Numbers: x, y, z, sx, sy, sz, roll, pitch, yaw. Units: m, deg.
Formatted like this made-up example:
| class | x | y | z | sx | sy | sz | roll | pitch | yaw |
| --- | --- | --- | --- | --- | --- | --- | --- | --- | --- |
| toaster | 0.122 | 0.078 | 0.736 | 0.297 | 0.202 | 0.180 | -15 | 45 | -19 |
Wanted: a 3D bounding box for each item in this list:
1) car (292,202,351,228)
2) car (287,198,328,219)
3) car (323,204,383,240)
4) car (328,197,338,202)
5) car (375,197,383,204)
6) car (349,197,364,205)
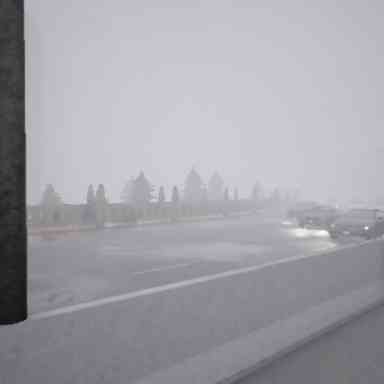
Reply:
| class | x | y | z | sx | sy | sz | roll | pitch | yaw |
| --- | --- | --- | --- | --- | --- | --- | --- | --- | --- |
| car | 8.545 | 1.588 | 21.711 | 1.994 | 1.385 | 4.181 | 0 | 0 | 41 |
| car | 9.836 | 1.515 | 28.739 | 1.882 | 1.535 | 5.008 | 0 | 0 | 37 |
| car | 8.447 | 1.537 | 16.425 | 1.812 | 1.442 | 4.674 | 0 | 0 | 44 |
| car | 27.518 | 1.621 | 65.502 | 1.895 | 1.301 | 4.718 | 0 | 0 | 19 |
| car | 30.317 | 1.524 | 52.575 | 1.837 | 1.490 | 4.892 | 0 | 0 | 20 |
| car | 28.526 | 1.601 | 57.905 | 1.994 | 1.385 | 4.181 | 0 | 0 | 20 |
